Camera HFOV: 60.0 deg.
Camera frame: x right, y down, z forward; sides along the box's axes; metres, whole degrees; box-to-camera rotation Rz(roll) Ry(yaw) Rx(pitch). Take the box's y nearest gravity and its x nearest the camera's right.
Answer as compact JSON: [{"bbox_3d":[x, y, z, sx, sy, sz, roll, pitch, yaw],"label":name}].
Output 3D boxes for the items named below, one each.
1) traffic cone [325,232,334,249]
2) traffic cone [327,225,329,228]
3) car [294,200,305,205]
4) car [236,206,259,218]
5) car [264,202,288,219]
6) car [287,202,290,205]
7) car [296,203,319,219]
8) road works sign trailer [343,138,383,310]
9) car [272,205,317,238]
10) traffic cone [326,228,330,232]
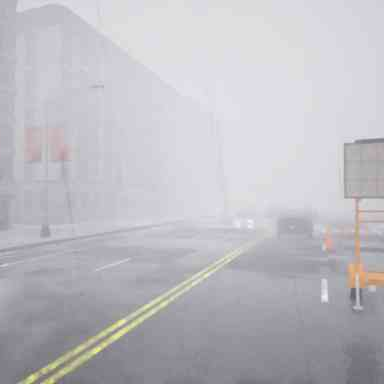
[{"bbox_3d":[6.040,2.162,14.580,0.340,0.580,0.340,0,-1,22],"label":"traffic cone"},{"bbox_3d":[7.507,2.232,18.301,0.340,0.580,0.340,0,-1,22],"label":"traffic cone"},{"bbox_3d":[24.612,2.759,75.669,2.150,2.045,5.566,0,-2,22],"label":"car"},{"bbox_3d":[6.523,2.350,38.905,1.895,1.301,4.718,0,-2,22],"label":"car"},{"bbox_3d":[9.205,2.209,36.844,1.837,1.490,4.892,0,-2,22],"label":"car"},{"bbox_3d":[21.598,3.034,76.879,1.882,1.535,5.008,0,-2,22],"label":"car"},{"bbox_3d":[12.633,2.222,36.141,1.812,1.442,4.674,0,-2,21],"label":"car"},{"bbox_3d":[4.756,0.557,7.584,2.380,3.560,2.880,0,-1,22],"label":"road works sign trailer"},{"bbox_3d":[6.300,1.788,20.072,1.882,1.535,5.008,0,-1,21],"label":"car"},{"bbox_3d":[6.773,2.196,16.441,0.340,0.580,0.340,0,-1,22],"label":"traffic cone"}]
